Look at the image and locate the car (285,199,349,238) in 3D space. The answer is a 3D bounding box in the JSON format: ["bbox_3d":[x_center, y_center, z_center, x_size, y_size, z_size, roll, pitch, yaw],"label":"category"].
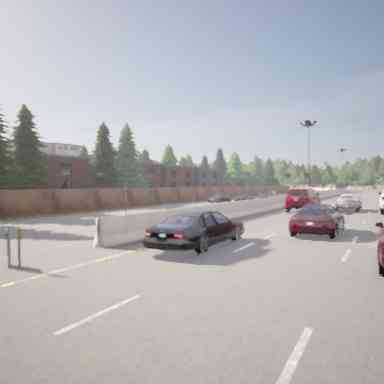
[{"bbox_3d":[5.989,1.258,15.766,1.994,1.385,4.181,-1,1,30],"label":"car"}]

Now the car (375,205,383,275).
[{"bbox_3d":[6.044,1.289,8.918,1.812,1.442,4.674,-1,1,30],"label":"car"}]

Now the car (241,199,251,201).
[{"bbox_3d":[7.036,0.924,45.845,1.994,1.385,4.181,-1,1,30],"label":"car"}]

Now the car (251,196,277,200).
[{"bbox_3d":[9.972,0.659,43.940,2.097,1.767,4.553,-1,1,30],"label":"car"}]

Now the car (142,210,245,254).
[{"bbox_3d":[0.310,1.412,12.978,2.033,1.411,5.357,-1,1,30],"label":"car"}]

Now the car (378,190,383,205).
[{"bbox_3d":[15.864,0.567,25.839,2.150,2.045,5.566,-1,1,30],"label":"car"}]

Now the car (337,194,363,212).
[{"bbox_3d":[13.791,0.889,29.245,1.812,1.442,4.674,-1,1,30],"label":"car"}]

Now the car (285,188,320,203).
[{"bbox_3d":[9.813,0.680,29.357,2.150,2.045,5.566,-1,1,30],"label":"car"}]
